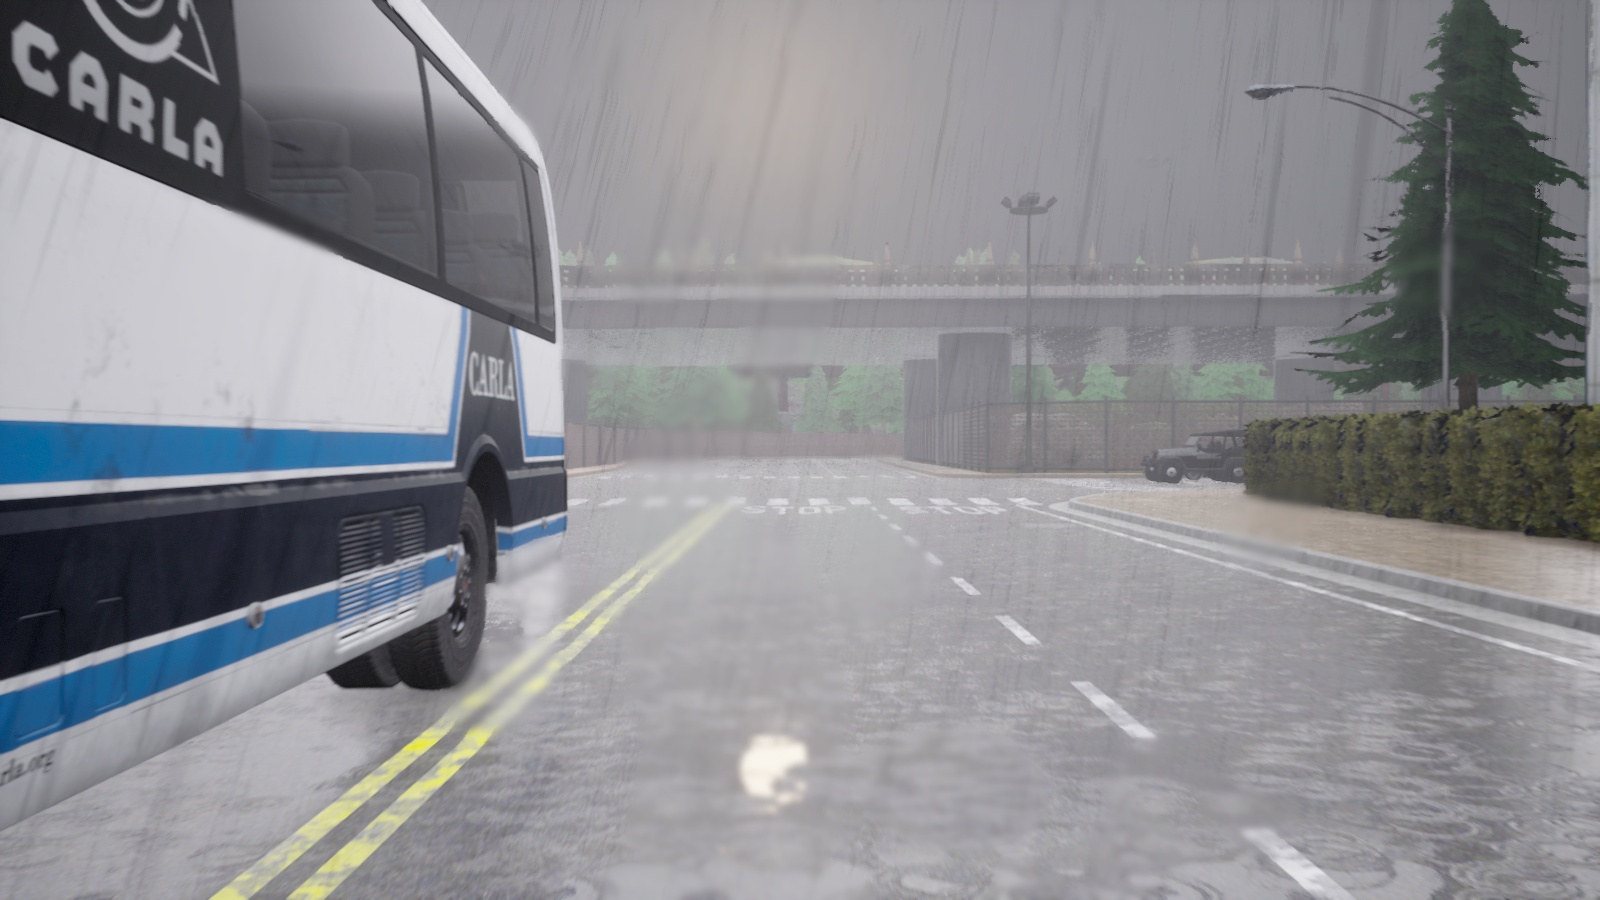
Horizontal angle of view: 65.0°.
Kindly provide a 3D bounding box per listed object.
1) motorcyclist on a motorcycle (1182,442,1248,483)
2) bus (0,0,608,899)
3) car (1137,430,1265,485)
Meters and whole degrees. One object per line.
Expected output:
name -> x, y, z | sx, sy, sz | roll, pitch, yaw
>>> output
motorcyclist on a motorcycle -> 15.767, 0.468, 47.730 | 2.191, 1.530, 0.866 | 0, 0, 0
bus -> -3.498, -0.660, 4.930 | 3.944, 4.253, 10.273 | 0, 0, 0
car -> 14.066, 0.249, 44.216 | 3.866, 1.878, 1.905 | 0, 0, 0
